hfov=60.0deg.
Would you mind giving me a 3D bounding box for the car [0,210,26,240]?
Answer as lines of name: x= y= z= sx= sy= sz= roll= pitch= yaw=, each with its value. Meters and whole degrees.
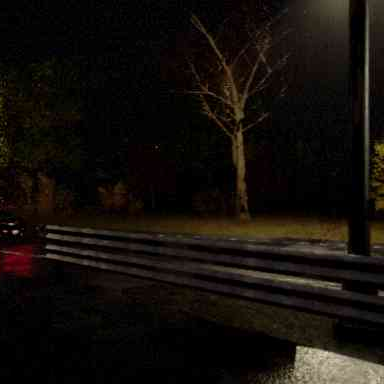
car: x=-10.260 y=1.568 z=15.918 sx=4.892 sy=1.490 sz=1.837 roll=-1 pitch=-1 yaw=21
